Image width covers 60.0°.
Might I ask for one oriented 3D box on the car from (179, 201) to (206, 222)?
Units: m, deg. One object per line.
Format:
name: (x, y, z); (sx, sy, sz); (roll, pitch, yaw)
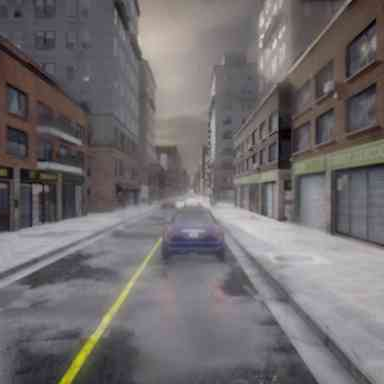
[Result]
car: (0.061, 1.567, 27.954); (2.128, 1.511, 4.902); (0, 0, 0)

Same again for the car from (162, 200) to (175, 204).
car: (-3.080, 1.711, 44.762); (1.895, 1.301, 4.718); (0, 0, 0)

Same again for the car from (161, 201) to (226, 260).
car: (0.064, 1.387, 12.656); (2.097, 1.767, 4.553); (0, 0, 0)
